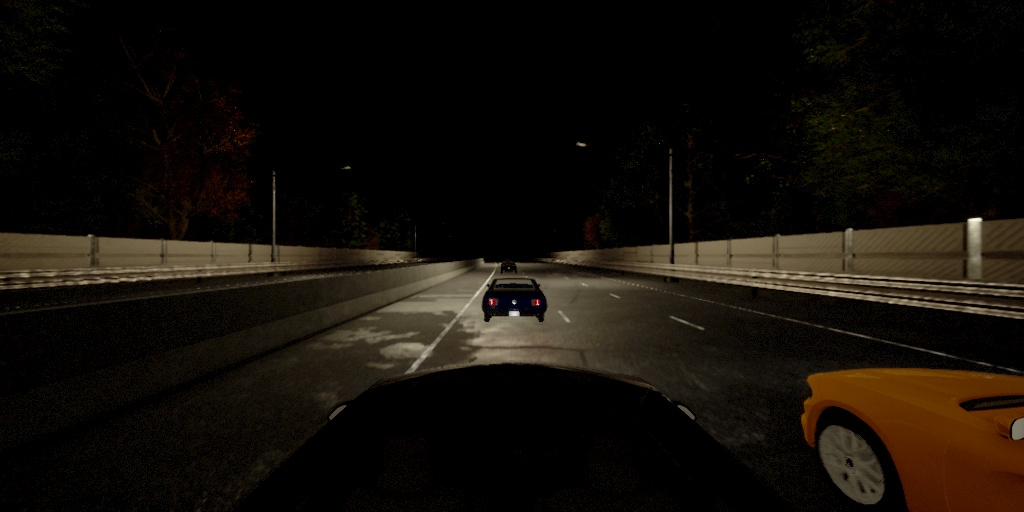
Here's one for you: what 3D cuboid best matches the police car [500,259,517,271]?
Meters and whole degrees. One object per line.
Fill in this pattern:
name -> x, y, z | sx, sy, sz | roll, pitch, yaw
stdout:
police car -> -0.429, 1.191, 44.106 | 1.930, 1.638, 5.238 | 0, 0, -1

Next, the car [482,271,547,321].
car -> 0.057, 1.355, 12.421 | 1.895, 1.301, 4.718 | 0, 0, 0

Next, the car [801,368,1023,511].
car -> 3.593, 1.227, 1.232 | 1.882, 1.535, 5.008 | 0, 0, 0
